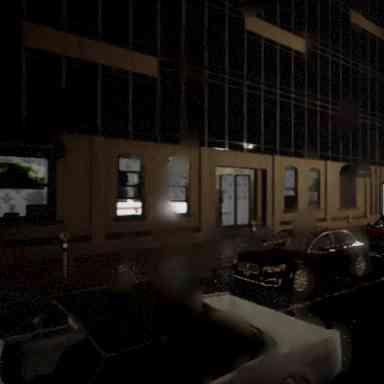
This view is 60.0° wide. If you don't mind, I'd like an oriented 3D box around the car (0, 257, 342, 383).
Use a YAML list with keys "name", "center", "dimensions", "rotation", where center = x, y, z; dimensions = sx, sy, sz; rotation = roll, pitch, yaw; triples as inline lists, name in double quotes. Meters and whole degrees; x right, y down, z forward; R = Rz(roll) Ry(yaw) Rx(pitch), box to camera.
- name: "car"
  center: [-0.850, 1.615, 2.766]
  dimensions: [4.718, 1.301, 1.895]
  rotation: [0, 0, -36]

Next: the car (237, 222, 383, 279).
- name: "car"
  center: [3.003, 1.606, 8.783]
  dimensions: [4.403, 1.369, 2.008]
  rotation: [0, 0, -36]

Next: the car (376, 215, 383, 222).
- name: "car"
  center: [7.566, 1.525, 12.114]
  dimensions: [4.097, 1.590, 1.967]
  rotation: [0, 0, -36]
